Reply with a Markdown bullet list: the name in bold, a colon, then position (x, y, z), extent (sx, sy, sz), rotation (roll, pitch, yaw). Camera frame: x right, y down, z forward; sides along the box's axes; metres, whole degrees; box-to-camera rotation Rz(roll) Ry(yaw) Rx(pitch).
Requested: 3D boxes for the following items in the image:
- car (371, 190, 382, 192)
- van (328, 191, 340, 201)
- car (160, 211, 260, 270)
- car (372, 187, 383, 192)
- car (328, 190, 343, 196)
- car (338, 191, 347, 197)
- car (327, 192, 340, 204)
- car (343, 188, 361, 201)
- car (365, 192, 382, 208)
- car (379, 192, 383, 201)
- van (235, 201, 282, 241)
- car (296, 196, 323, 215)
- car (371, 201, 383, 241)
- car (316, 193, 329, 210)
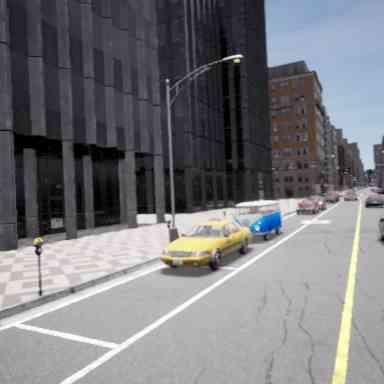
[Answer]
- **car**: position (27.172, 0.867, 50.322), extent (1.895, 1.301, 4.718), rotation (-3, -1, 27)
- **van**: position (26.486, 0.729, 61.838), extent (1.690, 1.788, 3.998), rotation (-3, -1, 27)
- **car**: position (0.685, 1.611, 11.499), extent (1.752, 1.417, 4.829), rotation (-3, -1, 27)
- **car**: position (46.373, -0.063, 81.962), extent (2.192, 1.841, 5.009), rotation (-3, 0, 27)
- **car**: position (23.912, 0.776, 56.819), extent (2.192, 1.841, 5.009), rotation (-3, -1, 27)
- **car**: position (38.739, 0.513, 85.724), extent (1.752, 1.417, 4.829), rotation (-3, 0, 27)
- **car**: position (21.350, 1.098, 51.798), extent (1.947, 1.339, 4.313), rotation (-3, -1, 27)
- **car**: position (27.404, 0.664, 57.368), extent (2.097, 1.767, 4.553), rotation (-3, 0, 27)
- **car**: position (20.613, 1.012, 37.463), extent (1.994, 1.385, 4.181), rotation (-3, 0, 29)
- **car**: position (11.223, 1.036, 17.265), extent (2.097, 1.767, 4.553), rotation (-3, -1, 27)
- **van**: position (3.329, 1.362, 16.672), extent (1.690, 1.788, 3.998), rotation (-3, -1, 27)
- **car**: position (11.059, 1.400, 31.724), extent (1.802, 1.307, 4.206), rotation (-3, -1, 27)
- **car**: position (8.142, 1.248, 12.033), extent (1.882, 1.535, 5.008), rotation (-3, -1, 19)
- **car**: position (13.626, 1.187, 36.745), extent (1.967, 1.590, 4.097), rotation (-3, -1, 27)
